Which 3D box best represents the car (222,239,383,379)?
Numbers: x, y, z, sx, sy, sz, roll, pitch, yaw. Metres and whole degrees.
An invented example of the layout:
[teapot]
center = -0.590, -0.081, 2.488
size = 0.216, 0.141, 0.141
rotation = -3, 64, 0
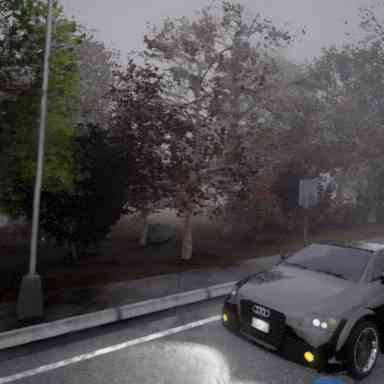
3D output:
[car]
center = 2.511, 1.531, 5.473
size = 4.181, 1.385, 1.994
rotation = 0, 0, -35
